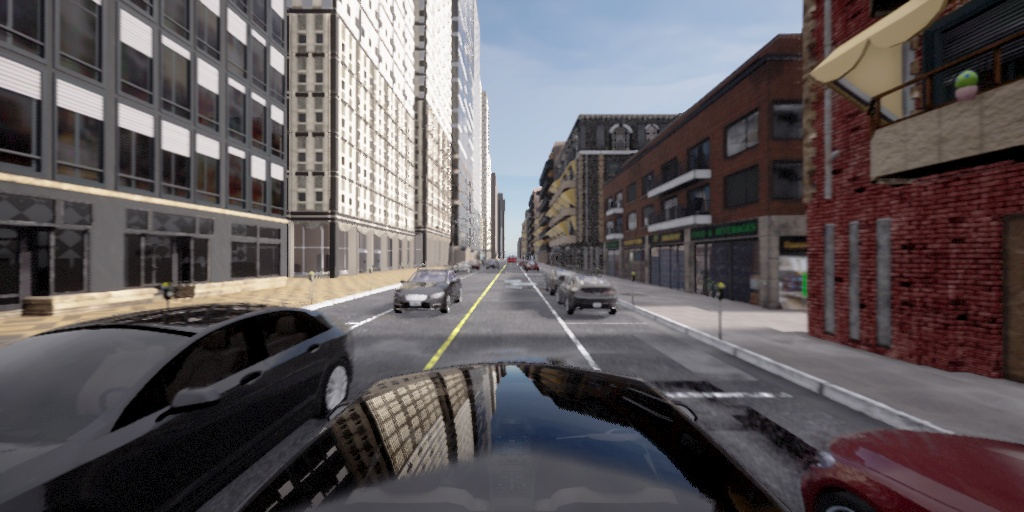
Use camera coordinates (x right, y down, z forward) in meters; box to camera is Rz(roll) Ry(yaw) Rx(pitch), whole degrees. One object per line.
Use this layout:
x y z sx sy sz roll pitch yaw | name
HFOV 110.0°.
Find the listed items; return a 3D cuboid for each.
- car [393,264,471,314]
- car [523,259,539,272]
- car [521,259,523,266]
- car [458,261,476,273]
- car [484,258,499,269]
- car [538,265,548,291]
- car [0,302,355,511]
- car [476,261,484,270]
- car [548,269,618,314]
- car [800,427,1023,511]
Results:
-3.081 1.255 13.928 2.128 1.511 4.902 0 0 0 | car
2.707 1.394 47.416 1.802 1.307 4.207 0 0 0 | car
2.708 1.262 53.064 1.967 1.591 4.097 0 0 0 | car
-5.675 1.354 41.770 2.007 1.370 4.403 0 0 0 | car
-3.044 1.391 56.280 1.994 1.385 4.181 0 0 0 | car
2.698 1.321 19.173 2.007 1.370 4.403 0 0 0 | car
-3.094 1.257 3.114 1.837 1.490 4.892 0 0 0 | car
-5.672 1.367 53.067 1.888 1.381 4.507 0 0 0 | car
2.695 1.314 13.525 2.007 1.370 4.403 0 0 0 | car
2.741 1.331 0.608 1.802 1.307 4.207 0 0 0 | car
